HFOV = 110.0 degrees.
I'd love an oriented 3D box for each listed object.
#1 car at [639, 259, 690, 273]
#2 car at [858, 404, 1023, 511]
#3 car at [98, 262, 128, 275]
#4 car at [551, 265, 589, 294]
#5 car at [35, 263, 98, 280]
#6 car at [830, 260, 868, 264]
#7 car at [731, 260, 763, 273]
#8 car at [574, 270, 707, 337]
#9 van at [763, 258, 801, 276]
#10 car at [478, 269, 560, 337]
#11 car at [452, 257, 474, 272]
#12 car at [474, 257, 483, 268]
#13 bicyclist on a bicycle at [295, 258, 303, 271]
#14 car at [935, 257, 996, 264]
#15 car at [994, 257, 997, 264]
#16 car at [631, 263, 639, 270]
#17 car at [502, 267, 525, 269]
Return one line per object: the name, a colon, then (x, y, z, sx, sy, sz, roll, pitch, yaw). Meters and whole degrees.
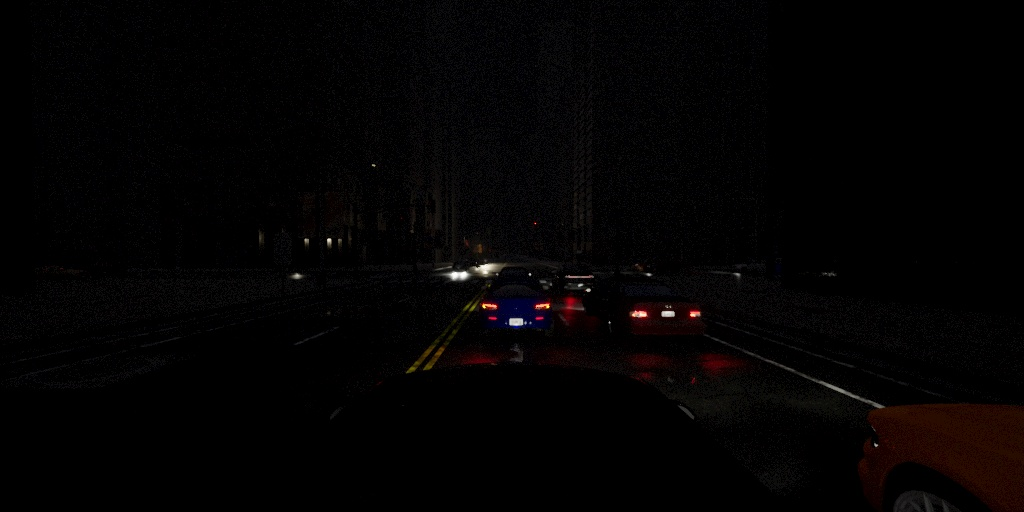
car: (17.703, 1.145, 41.164, 5.008, 1.535, 1.882, 0, 1, 0)
car: (3.350, 1.228, 0.407, 1.882, 1.535, 5.008, 0, 0, 0)
car: (-46.437, 1.362, 40.691, 4.507, 1.381, 1.888, 0, 0, 0)
car: (3.339, 1.229, 19.980, 2.128, 1.511, 4.902, 0, 0, 0)
car: (-40.841, 1.450, 32.172, 4.829, 1.417, 1.751, 0, 0, 0)
car: (32.951, 1.319, 35.231, 4.207, 1.307, 1.802, 0, 0, 0)
car: (27.642, 1.181, 41.095, 4.674, 1.442, 1.812, 0, 1, 0)
car: (3.347, 1.293, 10.232, 2.033, 1.411, 5.357, 0, 0, 0)
van: (27.510, 1.084, 35.260, 3.998, 1.789, 1.690, 0, 0, 0)
car: (0.089, 1.272, 10.132, 1.812, 1.442, 4.674, 0, 0, 0)
car: (-6.604, 1.207, 46.743, 2.128, 1.511, 4.902, 0, 0, 0)
car: (-6.586, 1.059, 60.440, 2.097, 1.767, 4.553, 0, 0, 0)
bicyclist on a bicycle: (-25.898, 1.001, 43.562, 0.582, 1.620, 1.656, 0, 1, 0)
car: (43.831, 1.167, 35.173, 4.097, 1.591, 1.967, 0, 0, 0)
car: (49.272, 1.044, 35.144, 5.009, 1.841, 2.192, 0, 0, 0)
car: (16.672, 1.069, 43.843, 4.097, 1.591, 1.967, 0, 0, 0)
car: (0.088, 1.285, 19.706, 2.033, 1.411, 5.357, 0, 0, 0)
